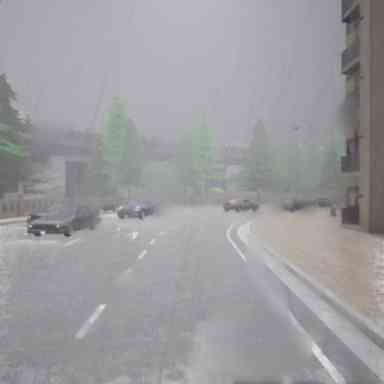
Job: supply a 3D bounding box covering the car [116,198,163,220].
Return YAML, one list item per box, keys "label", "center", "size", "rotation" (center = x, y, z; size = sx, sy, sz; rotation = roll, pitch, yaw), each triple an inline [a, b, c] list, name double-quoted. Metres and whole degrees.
- label: "car"
  center: [-4.255, 1.267, 27.732]
  size: [2.097, 1.767, 4.553]
  rotation: [0, 0, 22]

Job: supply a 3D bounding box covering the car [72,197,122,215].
- label: "car"
  center: [-7.968, 1.119, 28.390]
  size: [1.994, 1.385, 4.181]
  rotation: [0, 0, 21]

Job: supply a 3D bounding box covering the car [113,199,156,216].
- label: "car"
  center: [-5.578, 1.463, 32.794]
  size: [1.994, 1.385, 4.181]
  rotation: [0, 0, 29]

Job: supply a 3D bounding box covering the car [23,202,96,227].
- label: "car"
  center: [-9.147, 1.474, 23.592]
  size: [2.033, 1.411, 5.357]
  rotation: [0, 0, 14]

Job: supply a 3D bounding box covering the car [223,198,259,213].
- label: "car"
  center: [5.330, 1.416, 36.062]
  size: [4.674, 1.442, 1.812]
  rotation: [0, 0, -41]

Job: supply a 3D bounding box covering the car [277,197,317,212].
- label: "car"
  center: [11.283, 1.453, 36.434]
  size: [4.181, 1.385, 1.994]
  rotation: [0, 0, -34]

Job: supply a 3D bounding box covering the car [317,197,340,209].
- label: "car"
  center: [16.679, 1.376, 42.903]
  size: [4.892, 1.490, 1.837]
  rotation: [0, 0, -18]

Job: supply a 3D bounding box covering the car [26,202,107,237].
- label: "car"
  center: [-6.651, 1.492, 18.083]
  size: [2.033, 1.411, 5.357]
  rotation: [0, 0, 6]
